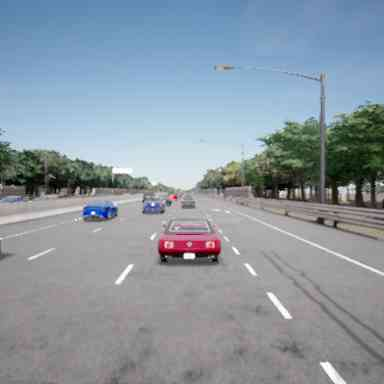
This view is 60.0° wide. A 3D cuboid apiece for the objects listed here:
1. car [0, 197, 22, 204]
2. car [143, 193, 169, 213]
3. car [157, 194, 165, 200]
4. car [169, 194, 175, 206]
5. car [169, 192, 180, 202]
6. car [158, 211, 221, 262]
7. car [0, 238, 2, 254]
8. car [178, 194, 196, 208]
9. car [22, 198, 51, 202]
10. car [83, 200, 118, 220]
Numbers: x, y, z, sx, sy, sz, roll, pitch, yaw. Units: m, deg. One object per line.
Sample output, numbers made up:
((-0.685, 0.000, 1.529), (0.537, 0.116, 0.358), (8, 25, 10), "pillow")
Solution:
((-21.494, 1.350, 39.767), (1.882, 1.535, 5.008), (0, 0, 0), "car")
((-3.863, 1.256, 34.802), (2.097, 1.767, 4.553), (0, 0, -1), "car")
((-8.017, 1.353, 86.858), (1.812, 1.442, 4.674), (0, 0, -1), "car")
((-4.077, 1.404, 51.838), (1.812, 1.442, 4.674), (0, 0, -1), "car")
((-4.354, 1.073, 73.922), (2.150, 2.045, 5.566), (0, 0, -1), "car")
((-0.094, 1.564, 11.899), (1.895, 1.301, 4.718), (0, 0, -1), "car")
((-7.063, 1.469, 8.860), (1.837, 1.490, 4.892), (0, 0, -1), "car")
((-0.514, 1.381, 46.877), (2.128, 1.511, 4.902), (0, 0, -1), "car")
((-17.998, 1.403, 39.851), (1.812, 1.442, 4.674), (0, 0, 0), "car")
((-7.266, 1.394, 26.847), (1.882, 1.535, 5.008), (0, 0, -1), "car")
